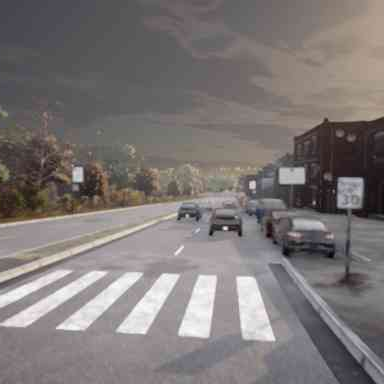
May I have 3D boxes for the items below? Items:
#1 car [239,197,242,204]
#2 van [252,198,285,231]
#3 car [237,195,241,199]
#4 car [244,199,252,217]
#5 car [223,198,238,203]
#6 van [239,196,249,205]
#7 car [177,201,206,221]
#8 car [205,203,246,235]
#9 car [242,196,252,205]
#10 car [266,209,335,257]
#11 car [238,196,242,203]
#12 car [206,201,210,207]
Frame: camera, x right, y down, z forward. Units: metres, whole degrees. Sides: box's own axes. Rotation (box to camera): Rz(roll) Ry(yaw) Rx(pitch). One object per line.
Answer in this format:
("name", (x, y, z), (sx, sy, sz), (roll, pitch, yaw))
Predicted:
("car", (8.939, 1.917, 52.121), (2.231, 1.521, 4.892), (1, 0, 7))
("van", (5.718, 1.484, 24.683), (1.878, 1.987, 4.442), (1, 0, 7))
("car", (10.220, 1.747, 63.007), (2.435, 2.045, 5.566), (1, 0, 7))
("car", (6.990, 1.832, 35.538), (2.002, 1.452, 4.674), (1, 0, 7))
("car", (4.918, 1.872, 45.000), (1.812, 1.442, 4.674), (1, 0, 7))
("van", (11.534, 1.856, 74.193), (1.878, 1.987, 4.442), (1, 0, 7))
("car", (-0.113, 1.702, 29.682), (1.837, 1.490, 4.892), (1, 0, 7))
("car", (2.024, 1.665, 19.884), (1.837, 1.490, 4.892), (1, 0, 6))
("car", (7.647, 1.708, 41.122), (2.185, 1.767, 4.553), (1, 0, 7))
("car", (4.437, 1.668, 13.648), (2.002, 1.452, 4.674), (2, 0, 7))
("car", (9.584, 1.957, 57.609), (2.097, 1.535, 5.008), (1, 0, 7))
("car", (1.740, 1.915, 45.498), (1.895, 1.301, 4.718), (1, 0, 7))
